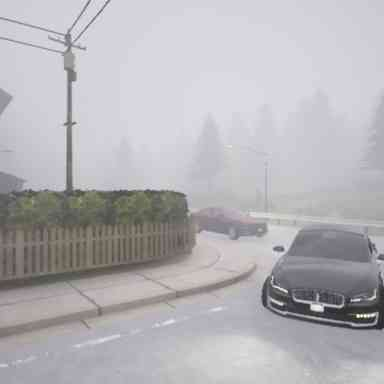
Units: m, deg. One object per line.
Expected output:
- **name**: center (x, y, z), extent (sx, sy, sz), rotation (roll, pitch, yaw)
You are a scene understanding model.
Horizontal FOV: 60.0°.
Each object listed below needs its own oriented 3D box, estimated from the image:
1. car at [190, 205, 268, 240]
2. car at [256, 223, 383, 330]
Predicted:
- **car**: center (1.778, 1.475, 17.382), extent (1.882, 1.535, 5.008), rotation (0, 0, -33)
- **car**: center (3.011, 1.504, 7.164), extent (1.837, 1.490, 4.892), rotation (0, 0, 28)
